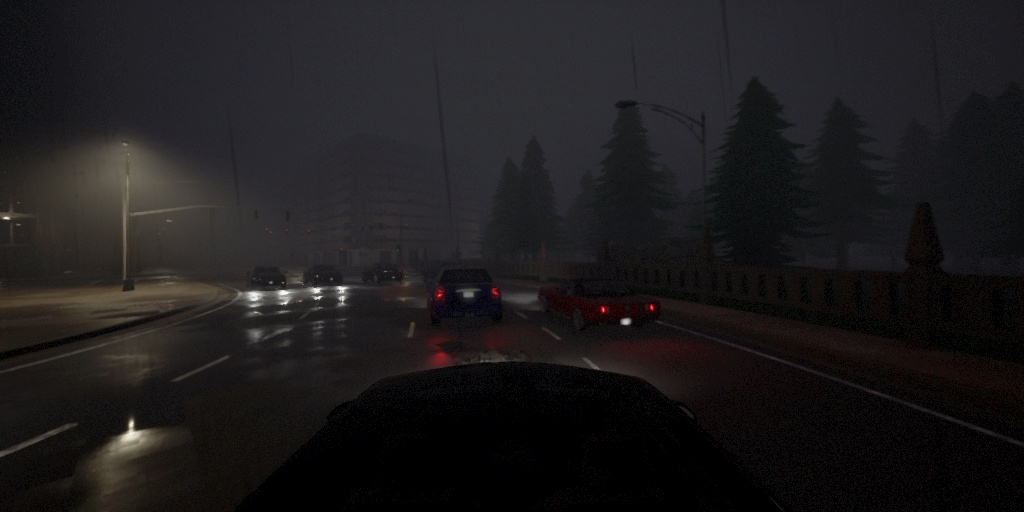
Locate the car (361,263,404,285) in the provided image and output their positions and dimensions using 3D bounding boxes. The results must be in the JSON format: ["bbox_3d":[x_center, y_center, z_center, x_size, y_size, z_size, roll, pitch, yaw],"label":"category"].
[{"bbox_3d":[-9.763,1.294,26.857,2.128,1.511,4.902,-1,0,-39],"label":"car"}]

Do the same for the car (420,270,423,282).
[{"bbox_3d":[-5.078,1.105,26.461,2.097,1.767,4.553,-1,0,-36],"label":"car"}]

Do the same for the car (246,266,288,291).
[{"bbox_3d":[-16.089,1.386,23.438,1.837,1.490,4.892,-1,-1,-41],"label":"car"}]

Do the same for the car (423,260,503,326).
[{"bbox_3d":[-1.758,1.100,12.076,2.097,1.767,4.553,-1,0,-15],"label":"car"}]

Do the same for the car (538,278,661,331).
[{"bbox_3d":[2.275,1.307,10.868,1.895,1.301,4.718,-1,0,-13],"label":"car"}]

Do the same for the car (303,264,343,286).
[{"bbox_3d":[-13.846,1.355,26.182,1.837,1.490,4.892,0,0,-41],"label":"car"}]
